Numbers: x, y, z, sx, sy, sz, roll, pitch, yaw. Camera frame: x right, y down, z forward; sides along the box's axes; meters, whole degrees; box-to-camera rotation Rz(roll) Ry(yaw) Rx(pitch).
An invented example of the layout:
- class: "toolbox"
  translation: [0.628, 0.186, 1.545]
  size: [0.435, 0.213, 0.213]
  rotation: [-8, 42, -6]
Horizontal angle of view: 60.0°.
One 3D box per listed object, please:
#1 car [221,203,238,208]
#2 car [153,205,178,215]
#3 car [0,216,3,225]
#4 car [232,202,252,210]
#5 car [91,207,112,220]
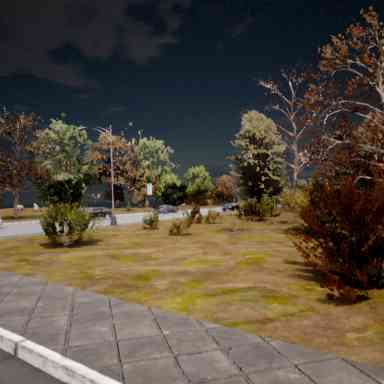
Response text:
- class: "car"
  translation: [6.312, 2.310, 51.004]
  size: [1.895, 1.301, 4.718]
  rotation: [-3, -2, 32]
- class: "car"
  translation: [-3.890, 2.542, 48.207]
  size: [1.994, 1.385, 4.181]
  rotation: [-3, -2, 32]
- class: "car"
  translation: [-17.678, 2.408, 26.604]
  size: [1.812, 1.442, 4.674]
  rotation: [-3, -2, 34]
- class: "car"
  translation: [9.423, 2.575, 62.483]
  size: [1.895, 1.301, 4.718]
  rotation: [-3, -2, 33]
- class: "car"
  translation: [-11.082, 2.413, 36.756]
  size: [1.837, 1.490, 4.892]
  rotation: [-3, -2, 32]
